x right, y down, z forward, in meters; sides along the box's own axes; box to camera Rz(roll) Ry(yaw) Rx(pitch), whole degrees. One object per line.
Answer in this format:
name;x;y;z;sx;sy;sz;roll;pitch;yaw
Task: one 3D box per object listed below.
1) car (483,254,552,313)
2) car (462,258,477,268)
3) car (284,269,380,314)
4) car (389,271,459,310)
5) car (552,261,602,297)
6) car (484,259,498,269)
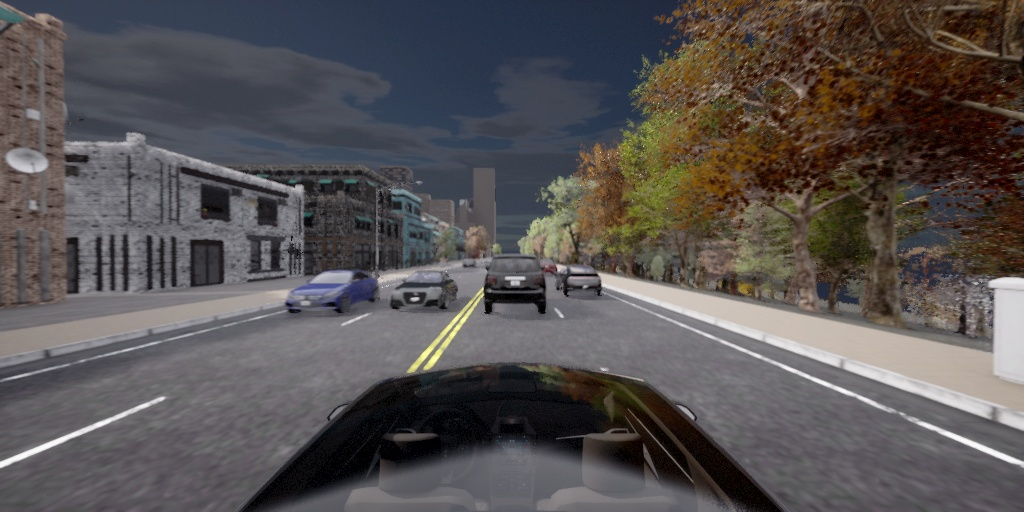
car;0.105;0.945;14.051;2.150;2.045;5.566;0;0;0
car;-6.522;1.134;55.780;1.837;1.490;4.892;0;0;1
car;-6.581;1.249;13.753;1.812;1.442;4.674;0;0;0
car;-3.345;1.286;14.324;1.994;1.385;4.181;0;0;0
car;3.357;1.204;18.779;2.128;1.511;4.902;0;0;0
car;-3.270;1.155;56.141;1.812;1.442;4.674;0;0;1
